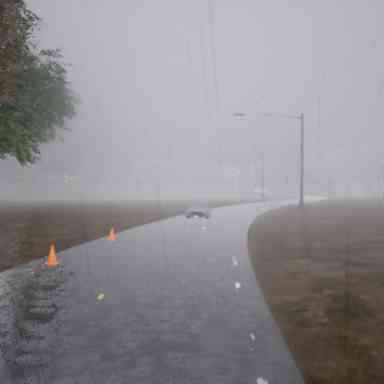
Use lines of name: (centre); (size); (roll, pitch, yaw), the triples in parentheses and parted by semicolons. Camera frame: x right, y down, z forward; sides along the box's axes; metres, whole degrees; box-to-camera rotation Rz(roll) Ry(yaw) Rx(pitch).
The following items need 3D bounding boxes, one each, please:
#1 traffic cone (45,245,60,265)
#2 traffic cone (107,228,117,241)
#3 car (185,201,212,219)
traffic cone: (-4.380, 1.950, 10.435); (0.340, 0.580, 0.340); (0, 0, 6)
traffic cone: (-3.729, 1.957, 15.517); (0.340, 0.580, 0.340); (0, 0, 9)
car: (0.685, 1.483, 28.752); (2.033, 1.411, 5.357); (1, 1, 8)
